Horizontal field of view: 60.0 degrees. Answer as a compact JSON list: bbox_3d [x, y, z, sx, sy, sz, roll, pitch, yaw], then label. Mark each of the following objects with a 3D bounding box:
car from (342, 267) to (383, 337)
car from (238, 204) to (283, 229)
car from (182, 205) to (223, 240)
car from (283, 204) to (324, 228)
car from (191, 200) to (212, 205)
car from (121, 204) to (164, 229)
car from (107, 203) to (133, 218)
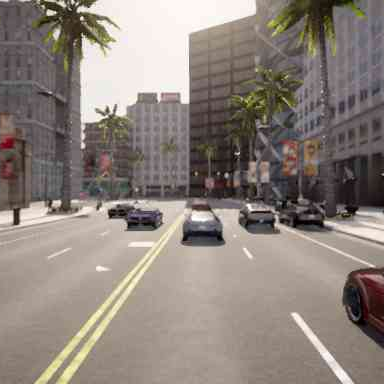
[{"bbox_3d":[3.715,1.564,4.414,1.994,1.385,4.181,0,0,1],"label":"car"},{"bbox_3d":[4.162,1.514,21.975,2.128,1.511,4.902,0,0,1],"label":"car"},{"bbox_3d":[0.538,1.586,17.234,1.994,1.385,4.181,0,0,1],"label":"car"},{"bbox_3d":[7.265,1.532,22.424,2.161,1.482,4.786,0,0,1],"label":"car"},{"bbox_3d":[0.953,1.521,33.756,1.882,1.535,5.008,0,0,4],"label":"car"},{"bbox_3d":[-3.029,1.635,22.074,1.895,1.301,4.718,0,0,2],"label":"car"},{"bbox_3d":[-6.279,1.652,30.440,1.895,1.301,4.718,0,0,2],"label":"car"}]
